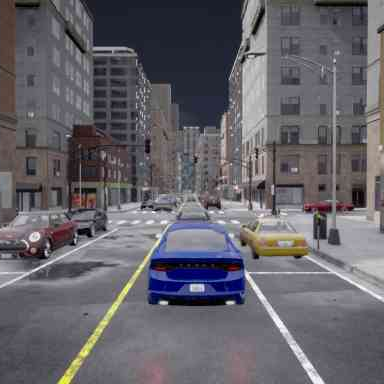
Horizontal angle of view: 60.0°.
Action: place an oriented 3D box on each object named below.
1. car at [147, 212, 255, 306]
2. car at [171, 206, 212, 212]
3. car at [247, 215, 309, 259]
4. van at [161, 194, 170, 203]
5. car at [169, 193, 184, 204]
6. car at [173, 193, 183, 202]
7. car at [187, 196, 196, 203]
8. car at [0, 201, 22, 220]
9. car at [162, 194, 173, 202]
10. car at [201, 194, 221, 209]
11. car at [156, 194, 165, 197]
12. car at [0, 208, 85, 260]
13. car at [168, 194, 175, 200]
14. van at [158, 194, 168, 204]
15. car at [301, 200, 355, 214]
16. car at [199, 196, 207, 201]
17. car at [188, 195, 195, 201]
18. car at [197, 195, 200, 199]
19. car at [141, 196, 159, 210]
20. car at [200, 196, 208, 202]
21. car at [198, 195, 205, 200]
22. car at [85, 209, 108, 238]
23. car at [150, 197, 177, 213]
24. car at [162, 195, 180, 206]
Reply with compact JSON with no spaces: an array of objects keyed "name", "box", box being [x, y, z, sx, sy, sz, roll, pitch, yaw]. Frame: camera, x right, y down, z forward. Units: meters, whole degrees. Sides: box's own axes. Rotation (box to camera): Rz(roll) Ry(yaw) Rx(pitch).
[{"name":"car","box":[0.084,1.478,8.126,1.882,1.535,5.008,0,0,0]},{"name":"car","box":[0.073,1.606,17.489,1.895,1.301,4.718,0,0,0]},{"name":"car","box":[2.829,1.527,12.391,1.752,1.417,4.829,-1,0,0]},{"name":"van","box":[-5.792,1.403,72.506,1.690,1.788,3.998,-1,0,0]},{"name":"car","box":[-3.157,1.407,62.929,2.097,1.767,4.553,0,0,0]},{"name":"car","box":[-3.119,1.263,76.106,2.150,2.045,5.566,0,0,0]},{"name":"car","box":[-0.115,1.580,74.019,2.128,1.511,4.902,0,0,0]},{"name":"car","box":[-18.073,1.665,29.486,5.008,1.535,1.882,-1,1,-1]},{"name":"car","box":[-5.801,1.380,78.092,2.192,1.841,5.009,-1,0,0]},{"name":"car","box":[2.777,1.351,44.589,2.192,1.841,5.009,-1,0,0]},{"name":"car","box":[-5.764,1.573,55.578,1.752,1.417,4.829,-1,0,0]},{"name":"car","box":[-5.696,1.442,12.207,1.967,1.590,4.097,-1,0,0]},{"name":"car","box":[-5.825,1.513,94.849,1.967,1.590,4.097,-1,0,0]},{"name":"van","box":[-5.783,1.399,66.920,1.690,1.788,3.998,-1,0,0]},{"name":"car","box":[13.308,1.458,32.848,4.718,1.301,1.895,-1,1,-1]},{"name":"car","box":[2.728,1.634,83.691,1.947,1.339,4.313,-1,0,0]},{"name":"car","box":[-0.131,1.538,84.471,1.895,1.301,4.718,0,0,0]},{"name":"car","box":[2.747,1.372,66.933,2.192,1.841,5.009,-1,0,0]},{"name":"car","box":[-5.746,1.602,44.577,1.947,1.339,4.313,-1,0,0]},{"name":"car","box":[2.735,1.590,78.275,1.752,1.417,4.829,-1,0,0]},{"name":"car","box":[2.714,1.624,94.862,2.008,1.369,4.403,-1,0,0]},{"name":"car","box":[-5.704,1.571,17.703,1.947,1.339,4.313,-1,0,0]},{"name":"car","box":[-3.156,1.575,37.801,2.033,1.411,5.357,0,0,0]},{"name":"car","box":[-3.173,1.549,50.566,1.837,1.490,4.892,0,0,0]}]
